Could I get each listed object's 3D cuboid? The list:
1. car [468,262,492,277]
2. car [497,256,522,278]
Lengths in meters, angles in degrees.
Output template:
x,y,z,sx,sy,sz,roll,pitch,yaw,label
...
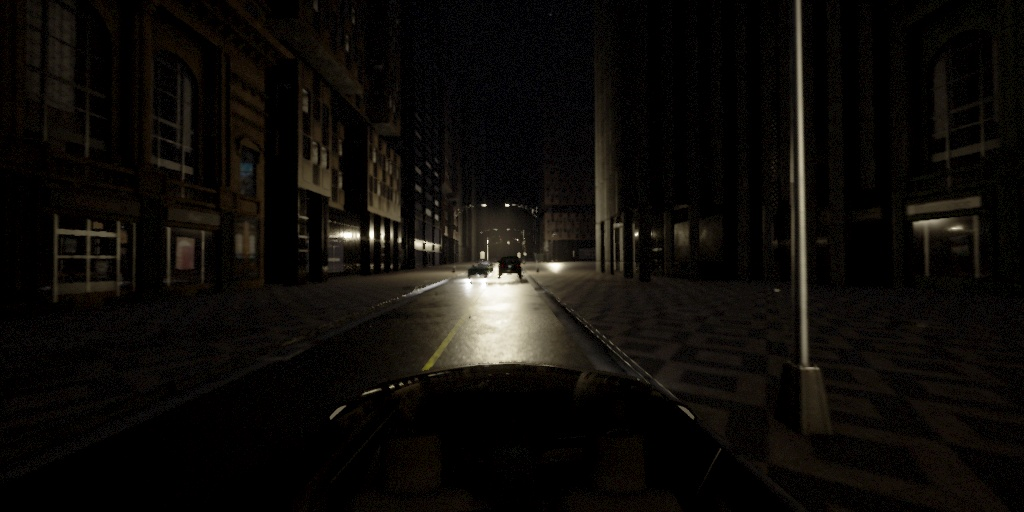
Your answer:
x,y,z,sx,sy,sz,roll,pitch,yaw,label
-3.258,1.385,35.479,1.895,1.301,4.718,0,0,0,car
-0.196,0.991,34.141,2.150,2.045,5.566,0,0,0,car
